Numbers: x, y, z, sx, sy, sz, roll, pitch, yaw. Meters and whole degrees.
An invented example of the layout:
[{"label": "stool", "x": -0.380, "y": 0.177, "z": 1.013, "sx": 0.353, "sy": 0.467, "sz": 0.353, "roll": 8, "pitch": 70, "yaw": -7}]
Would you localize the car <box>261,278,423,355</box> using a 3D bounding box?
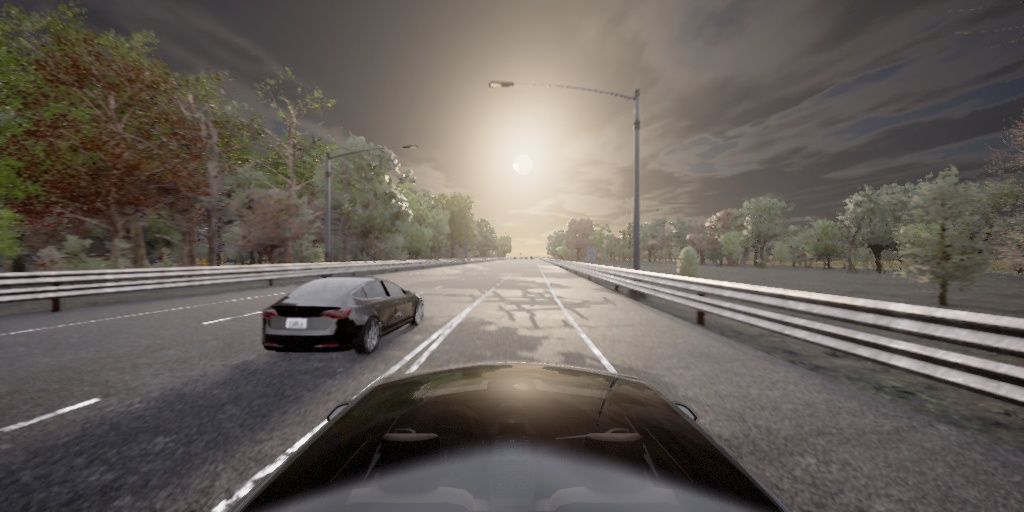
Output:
[{"label": "car", "x": -3.678, "y": 1.233, "z": 8.679, "sx": 2.163, "sy": 1.488, "sz": 4.792, "roll": 0, "pitch": 0, "yaw": 3}]
